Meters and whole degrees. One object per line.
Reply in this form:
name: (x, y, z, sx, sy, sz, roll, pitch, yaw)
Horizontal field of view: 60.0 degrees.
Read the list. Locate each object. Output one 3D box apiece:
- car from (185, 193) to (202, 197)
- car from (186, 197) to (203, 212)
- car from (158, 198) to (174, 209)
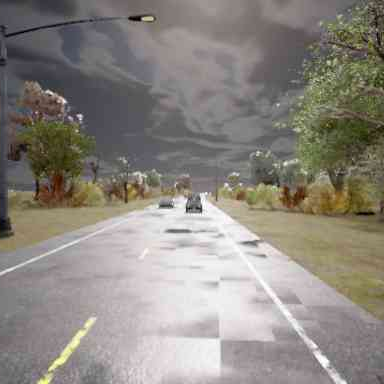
car: (0.376, 1.176, 52.445, 2.150, 2.045, 5.566, 0, 0, 1)
car: (0.250, 1.568, 38.402, 1.895, 1.301, 4.718, 0, 0, 1)
car: (-3.362, 1.509, 44.676, 2.033, 1.411, 5.357, 0, 0, 1)
